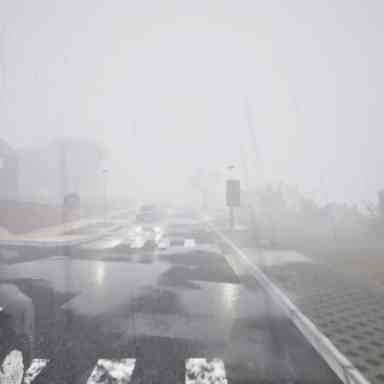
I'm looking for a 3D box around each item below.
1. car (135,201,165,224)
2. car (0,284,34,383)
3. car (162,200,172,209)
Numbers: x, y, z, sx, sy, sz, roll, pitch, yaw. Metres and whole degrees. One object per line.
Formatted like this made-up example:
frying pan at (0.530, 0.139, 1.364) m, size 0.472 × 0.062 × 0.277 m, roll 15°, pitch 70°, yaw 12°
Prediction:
car at (-3.391, 1.768, 26.692) m, size 1.837 × 1.490 × 4.892 m, roll 0°, pitch 0°, yaw -2°
car at (-2.773, 1.558, 2.065) m, size 1.837 × 1.490 × 4.892 m, roll 0°, pitch -1°, yaw 0°
car at (-4.186, 1.983, 52.227) m, size 1.895 × 1.301 × 4.718 m, roll 0°, pitch 0°, yaw -2°
